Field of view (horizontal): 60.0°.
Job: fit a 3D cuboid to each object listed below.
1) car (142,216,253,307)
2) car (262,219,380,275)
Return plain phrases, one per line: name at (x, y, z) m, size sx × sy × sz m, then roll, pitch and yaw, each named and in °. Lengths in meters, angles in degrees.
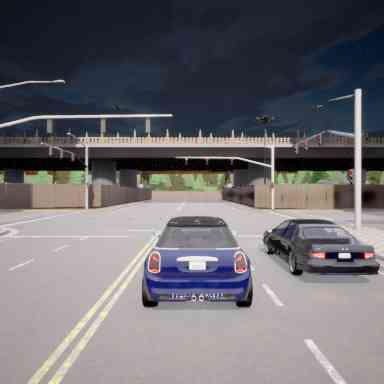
car at (0.100, 1.352, 8.135) m, size 2.097 × 1.767 × 4.553 m, roll 0°, pitch 0°, yaw 0°
car at (3.600, 1.547, 10.356) m, size 2.033 × 1.411 × 5.357 m, roll 0°, pitch 0°, yaw 0°
